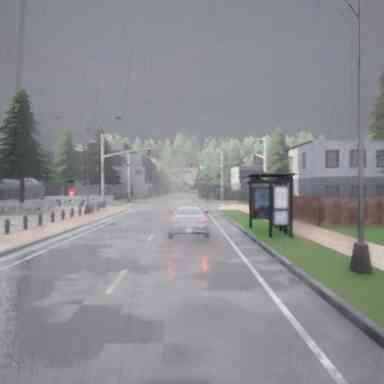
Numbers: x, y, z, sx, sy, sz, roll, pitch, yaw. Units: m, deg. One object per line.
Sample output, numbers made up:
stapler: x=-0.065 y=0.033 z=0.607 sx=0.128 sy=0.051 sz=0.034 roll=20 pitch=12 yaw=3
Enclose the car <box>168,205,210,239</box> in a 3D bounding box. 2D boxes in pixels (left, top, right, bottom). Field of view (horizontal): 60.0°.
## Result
car: x=-0.146 y=1.357 z=16.114 sx=1.812 sy=1.442 sz=4.674 roll=0 pitch=0 yaw=-1
